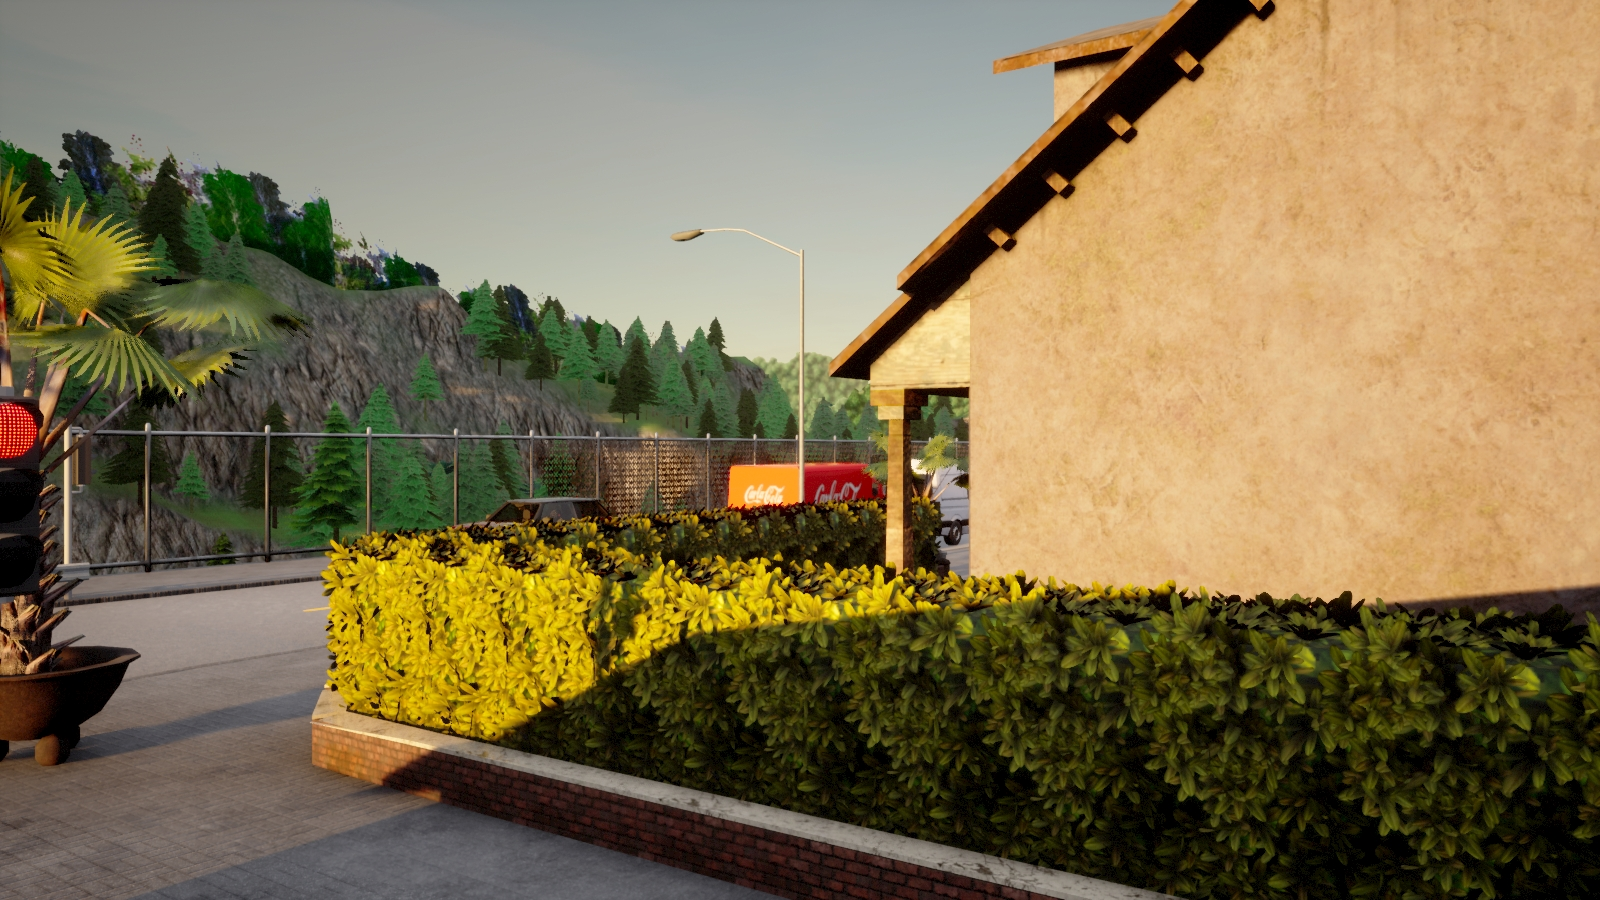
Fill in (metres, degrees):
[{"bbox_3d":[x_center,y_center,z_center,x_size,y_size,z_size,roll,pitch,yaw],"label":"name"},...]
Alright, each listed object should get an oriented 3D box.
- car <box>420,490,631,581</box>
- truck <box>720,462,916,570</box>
[{"bbox_3d":[-6.312,1.906,26.765,2.097,1.767,4.553,0,0,35],"label":"car"},{"bbox_3d":[0.584,1.568,29.600,2.627,2.467,5.204,0,0,35],"label":"truck"}]
